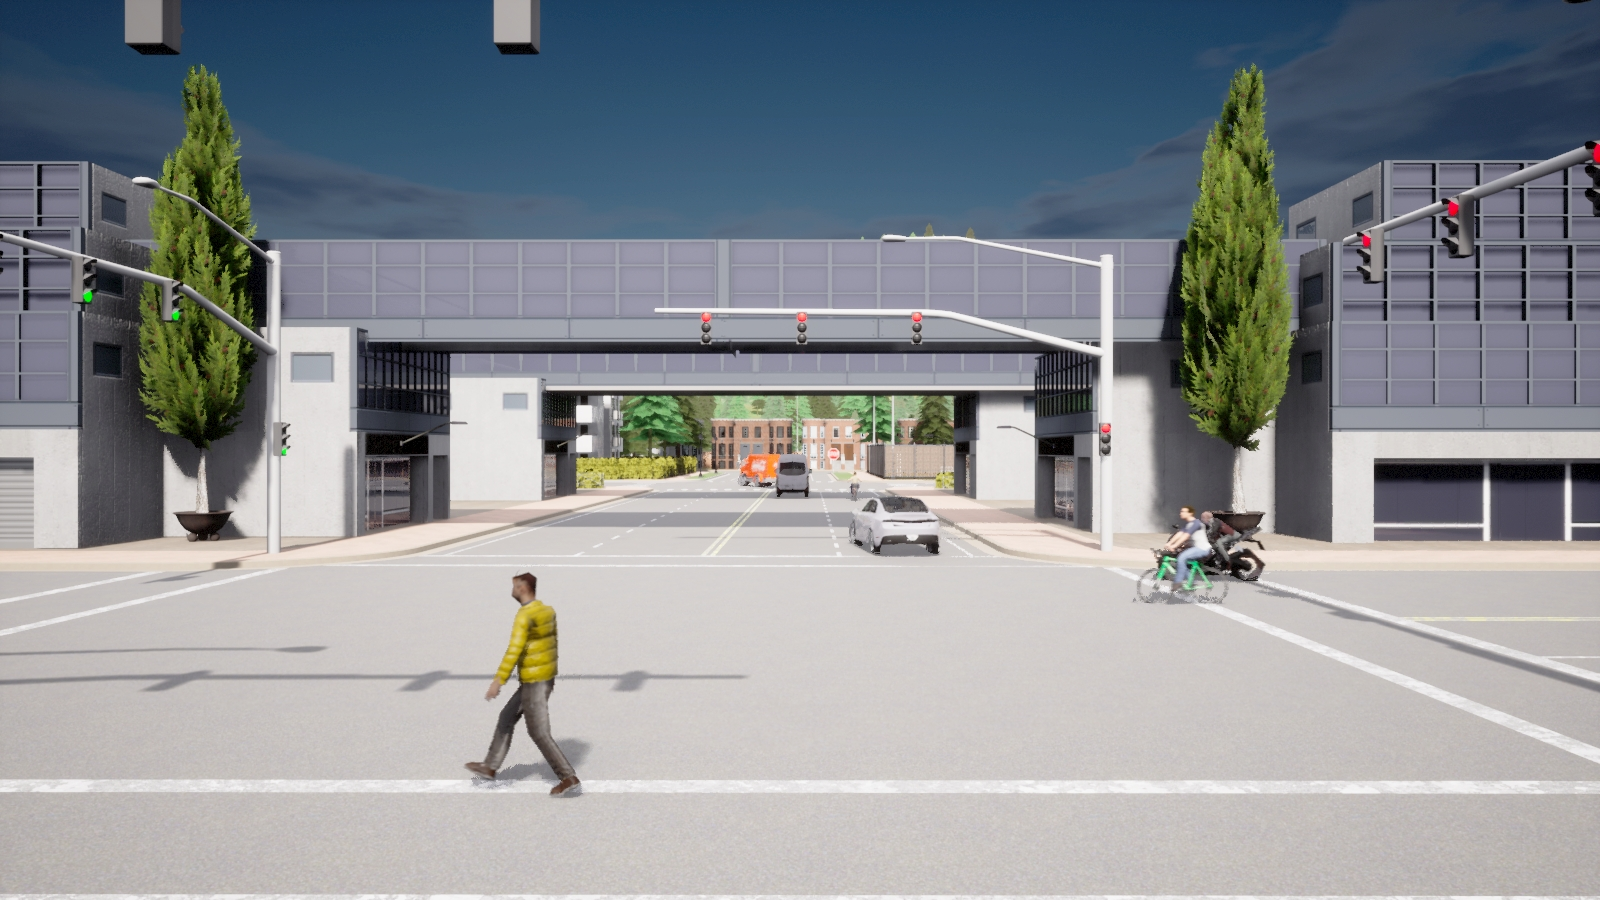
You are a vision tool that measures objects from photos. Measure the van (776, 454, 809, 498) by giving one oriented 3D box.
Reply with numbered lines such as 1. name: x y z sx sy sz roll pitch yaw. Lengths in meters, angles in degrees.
1. van: -0.419 1.534 70.640 1.988 2.561 5.915 0 0 0

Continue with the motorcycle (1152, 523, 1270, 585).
1. motorcycle: 8.756 2.205 24.408 2.209 1.251 0.867 0 0 4

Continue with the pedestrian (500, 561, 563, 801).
1. pedestrian: -2.172 1.849 9.252 0.375 1.860 0.375 0 0 11

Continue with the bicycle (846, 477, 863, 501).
1. bicycle: 3.043 2.158 63.596 0.859 1.276 1.487 0 0 0

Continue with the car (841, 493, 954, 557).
1. car: 2.661 2.061 32.403 2.231 1.480 4.892 0 0 -7
